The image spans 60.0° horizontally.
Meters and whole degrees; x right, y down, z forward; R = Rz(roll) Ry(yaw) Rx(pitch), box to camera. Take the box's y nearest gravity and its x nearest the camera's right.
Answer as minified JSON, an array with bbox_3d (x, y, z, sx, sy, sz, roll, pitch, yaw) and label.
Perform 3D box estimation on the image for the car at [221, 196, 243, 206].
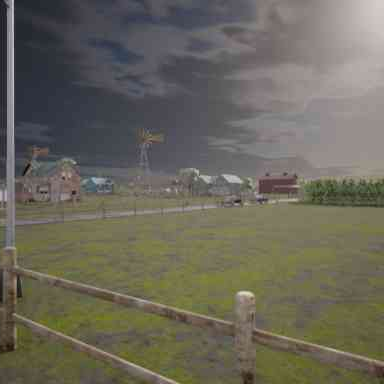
[{"bbox_3d":[6.111,1.268,50.109,2.128,1.511,4.902,-1,0,35],"label":"car"}]

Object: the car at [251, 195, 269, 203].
[{"bbox_3d":[11.945,1.250,58.699,1.812,1.442,4.674,-1,0,34],"label":"car"}]
